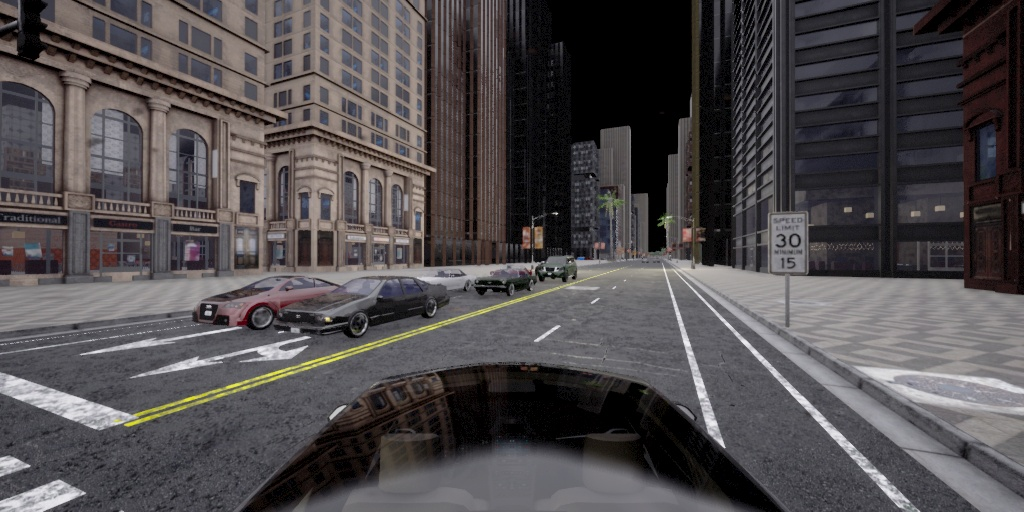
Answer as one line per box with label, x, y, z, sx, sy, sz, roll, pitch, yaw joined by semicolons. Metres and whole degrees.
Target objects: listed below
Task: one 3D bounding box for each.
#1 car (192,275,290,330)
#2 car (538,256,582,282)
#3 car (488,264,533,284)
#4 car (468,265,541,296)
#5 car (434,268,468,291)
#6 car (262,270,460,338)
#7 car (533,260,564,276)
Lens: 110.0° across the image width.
car;-7.170;1.315;11.206;1.994;1.385;4.181;0;0;23
car;3.858;0.986;29.342;2.150;2.045;5.566;0;0;22
car;-0.010;1.363;28.506;1.895;1.301;4.718;0;0;23
car;-0.238;1.357;19.461;1.895;1.301;4.718;0;0;23
car;-3.823;1.356;19.303;1.895;1.301;4.718;0;0;23
car;-3.907;1.299;10.601;2.033;1.411;5.357;0;0;22
car;3.931;1.250;37.921;1.882;1.535;5.008;0;0;23
